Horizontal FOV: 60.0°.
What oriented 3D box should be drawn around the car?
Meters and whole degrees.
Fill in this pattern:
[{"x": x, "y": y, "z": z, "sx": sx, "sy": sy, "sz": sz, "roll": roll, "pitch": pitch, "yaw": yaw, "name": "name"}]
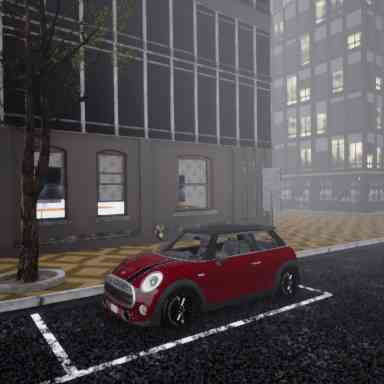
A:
[{"x": 0.295, "y": 1.439, "z": 6.800, "sx": 4.097, "sy": 1.590, "sz": 1.967, "roll": 0, "pitch": -1, "yaw": -36, "name": "car"}]
